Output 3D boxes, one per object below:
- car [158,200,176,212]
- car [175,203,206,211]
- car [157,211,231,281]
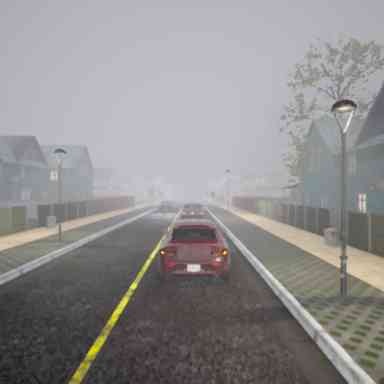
[{"bbox_3d":[-2.841,1.613,38.429,1.895,1.301,4.718,0,0,0],"label":"car"},{"bbox_3d":[0.059,1.530,25.533,2.033,1.411,5.357,0,0,0],"label":"car"},{"bbox_3d":[0.056,1.502,9.659,1.812,1.442,4.674,0,0,0],"label":"car"}]
